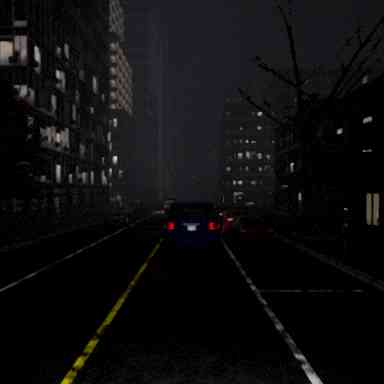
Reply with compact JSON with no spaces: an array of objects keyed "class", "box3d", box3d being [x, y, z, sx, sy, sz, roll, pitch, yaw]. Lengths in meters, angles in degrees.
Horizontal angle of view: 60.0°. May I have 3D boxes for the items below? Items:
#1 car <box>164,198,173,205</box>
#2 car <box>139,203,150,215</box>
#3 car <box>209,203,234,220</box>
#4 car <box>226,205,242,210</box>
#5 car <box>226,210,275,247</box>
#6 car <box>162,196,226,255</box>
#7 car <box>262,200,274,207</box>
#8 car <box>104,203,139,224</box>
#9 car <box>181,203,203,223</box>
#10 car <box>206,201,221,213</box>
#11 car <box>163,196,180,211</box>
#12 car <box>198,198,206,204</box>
[{"class":"car","box3d":[-5.762,2.298,81.538,1.752,1.417,4.829,-1,-1,0]},{"class":"car","box3d":[-5.860,1.904,38.168,1.887,1.381,4.507,-1,-1,0]},{"class":"car","box3d":[2.784,1.856,32.472,2.008,1.369,4.403,-1,-1,0]},{"class":"car","box3d":[2.731,1.743,21.184,1.887,1.381,4.507,-1,-1,0]},{"class":"car","box3d":[2.701,1.728,15.540,1.802,1.307,4.206,-1,-1,0]},{"class":"car","box3d":[-0.010,1.348,14.039,2.150,2.045,5.566,0,0,0]},{"class":"car","box3d":[16.265,2.262,66.902,4.403,1.369,2.008,0,0,1]},{"class":"car","box3d":[-5.825,1.804,26.879,2.008,1.369,4.403,-1,-1,0]},{"class":"car","box3d":[-0.017,1.802,29.377,1.812,1.442,4.674,0,0,0]},{"class":"car","box3d":[2.775,1.939,43.931,1.752,1.417,4.829,-1,-1,0]},{"class":"car","box3d":[-3.038,1.684,50.700,2.150,2.045,5.566,0,-1,0]},{"class":"car","box3d":[2.614,2.379,87.368,2.008,1.369,4.403,-1,-1,0]}]
